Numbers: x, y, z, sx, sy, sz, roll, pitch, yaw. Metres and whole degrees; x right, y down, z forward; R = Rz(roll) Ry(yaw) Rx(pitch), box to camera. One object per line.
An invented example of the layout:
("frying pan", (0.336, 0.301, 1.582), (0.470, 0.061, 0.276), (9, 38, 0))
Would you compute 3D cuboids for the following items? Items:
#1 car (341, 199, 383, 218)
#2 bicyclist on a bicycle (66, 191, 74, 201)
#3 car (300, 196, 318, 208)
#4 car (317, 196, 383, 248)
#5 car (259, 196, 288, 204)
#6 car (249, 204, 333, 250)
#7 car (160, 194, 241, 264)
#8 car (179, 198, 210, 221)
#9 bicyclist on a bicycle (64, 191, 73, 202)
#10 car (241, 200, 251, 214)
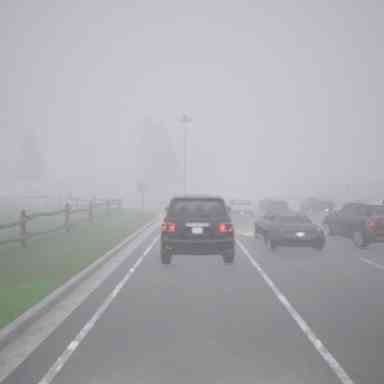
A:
("car", (14.416, 1.269, 27.748), (1.895, 1.301, 4.718), (0, 1, 1))
("bicyclist on a bicycle", (-19.120, 0.679, 52.591), (0.582, 1.620, 1.656), (0, 1, 9))
("car", (10.943, 1.157, 29.296), (1.837, 1.490, 4.892), (0, 1, 1))
("car", (7.249, 1.183, 13.968), (2.097, 1.767, 4.553), (0, 1, 1))
("car", (7.470, 1.111, 30.805), (1.882, 1.535, 5.008), (0, 1, 1))
("car", (3.740, 1.402, 13.407), (1.994, 1.385, 4.181), (0, 0, 1))
("car", (0.198, 1.083, 11.455), (2.150, 2.045, 5.566), (0, 1, 1))
("car", (0.062, 1.243, 25.630), (2.033, 1.411, 5.357), (0, 1, -4))
("bicyclist on a bicycle", (-19.606, 0.678, 52.662), (0.582, 1.620, 1.656), (0, 1, 8))
("car", (3.917, 1.269, 27.880), (1.895, 1.301, 4.718), (0, 1, 1))
